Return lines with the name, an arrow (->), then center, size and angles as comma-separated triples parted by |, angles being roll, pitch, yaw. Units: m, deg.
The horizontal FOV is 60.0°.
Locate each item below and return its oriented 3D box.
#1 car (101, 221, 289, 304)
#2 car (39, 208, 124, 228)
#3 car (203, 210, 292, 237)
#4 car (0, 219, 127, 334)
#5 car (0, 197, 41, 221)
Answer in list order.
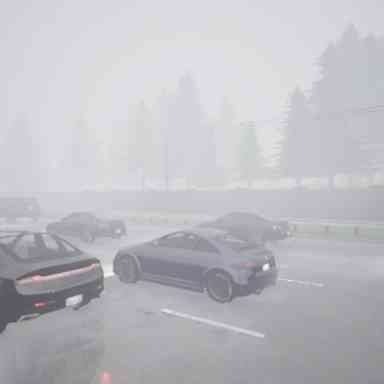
car -> -0.041, 1.596, 8.317 | 4.181, 1.385, 1.994 | 0, 0, 35
car -> -5.206, 1.618, 16.278 | 4.674, 1.442, 1.812 | 0, 0, 35
car -> 2.183, 1.573, 15.328 | 4.674, 1.442, 1.812 | 0, 0, 35
car -> -3.863, 1.539, 6.743 | 4.902, 1.511, 2.128 | 0, 0, 35
car -> -14.658, 1.410, 27.330 | 5.566, 2.045, 2.150 | 0, 0, 35
